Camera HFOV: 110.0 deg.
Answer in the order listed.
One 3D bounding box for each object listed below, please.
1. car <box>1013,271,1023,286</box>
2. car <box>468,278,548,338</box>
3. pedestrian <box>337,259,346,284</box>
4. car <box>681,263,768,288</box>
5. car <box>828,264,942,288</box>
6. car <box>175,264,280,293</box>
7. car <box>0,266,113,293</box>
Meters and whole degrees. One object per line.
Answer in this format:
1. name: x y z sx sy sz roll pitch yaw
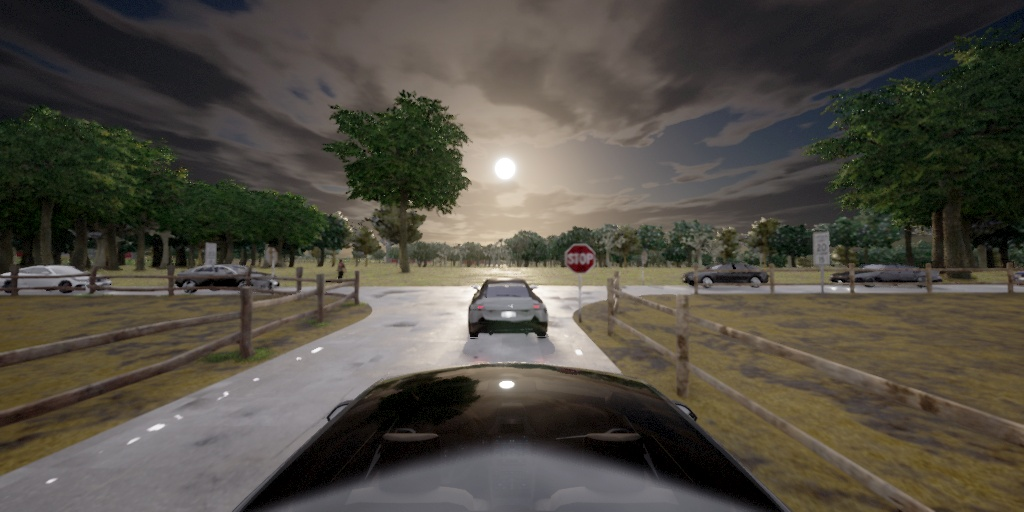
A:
1. car: 33.042 1.102 21.289 4.674 1.442 1.812 -1 -1 8
2. car: -0.183 1.304 10.202 1.994 1.385 4.181 0 0 -3
3. pedestrian: -12.127 1.111 25.364 0.375 1.860 0.375 0 -1 0
4. car: 13.121 1.197 22.296 4.892 1.490 1.837 0 -1 1
5. car: 22.951 1.190 22.139 5.357 1.411 2.033 0 -1 2
6. car: -15.245 1.204 19.383 4.902 1.511 2.128 0 -1 0
7. car: -24.589 1.235 19.377 4.674 1.442 1.812 0 -1 0
